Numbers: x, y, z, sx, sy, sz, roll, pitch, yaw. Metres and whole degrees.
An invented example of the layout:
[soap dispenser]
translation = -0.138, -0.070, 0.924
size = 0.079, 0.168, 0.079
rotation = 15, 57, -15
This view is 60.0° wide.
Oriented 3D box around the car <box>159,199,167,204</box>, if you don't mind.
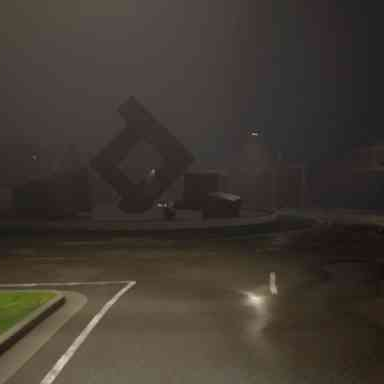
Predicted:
[car]
translation = -7.224, 2.487, 84.334
size = 1.895, 1.301, 4.718
rotation = 0, -1, -1
